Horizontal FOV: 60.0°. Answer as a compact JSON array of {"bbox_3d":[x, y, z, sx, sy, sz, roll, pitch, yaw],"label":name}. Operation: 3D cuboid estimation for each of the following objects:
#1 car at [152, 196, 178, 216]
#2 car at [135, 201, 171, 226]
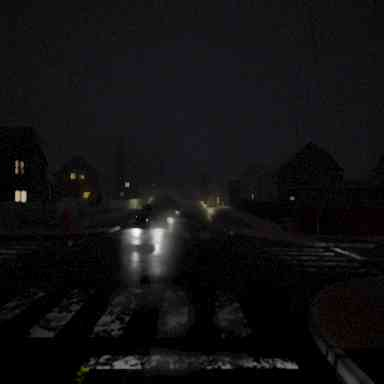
[{"bbox_3d":[-2.882,1.411,34.814,2.150,2.045,5.566,0,0,-1],"label":"car"},{"bbox_3d":[-2.895,1.631,24.349,1.837,1.490,4.892,0,0,1],"label":"car"}]
